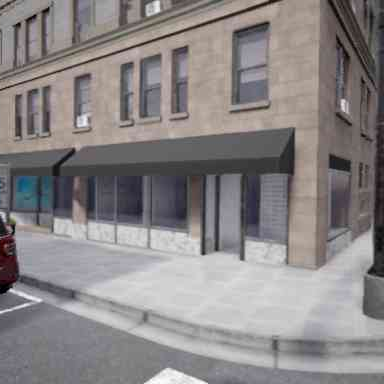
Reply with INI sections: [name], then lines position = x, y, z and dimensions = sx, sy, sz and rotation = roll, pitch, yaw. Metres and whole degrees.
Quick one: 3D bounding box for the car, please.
[car]
position = -5.666, 1.227, 7.075
dimensions = 5.009, 1.841, 2.192
rotation = 1, 2, 35
